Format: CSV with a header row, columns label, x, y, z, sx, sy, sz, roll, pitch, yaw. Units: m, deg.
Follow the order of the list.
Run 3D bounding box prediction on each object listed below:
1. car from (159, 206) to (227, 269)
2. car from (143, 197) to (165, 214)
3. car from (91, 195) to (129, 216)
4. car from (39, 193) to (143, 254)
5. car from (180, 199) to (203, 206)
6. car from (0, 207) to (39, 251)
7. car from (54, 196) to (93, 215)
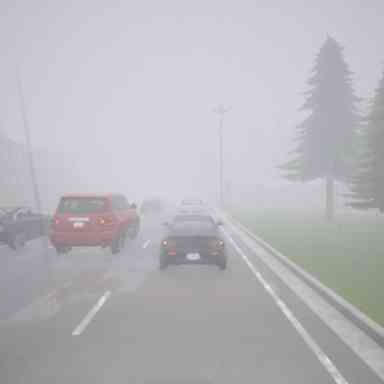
label,x,y,z,sx,sy,sz,roll,pitch,yaw
car,0.024,1.387,10.486,1.812,1.442,4.674,0,1,0
car,-3.491,1.135,29.925,1.812,1.442,4.674,0,1,0
car,-6.988,1.115,28.967,2.128,1.511,4.902,0,1,0
car,-3.480,1.054,12.849,2.150,2.045,5.566,0,1,0
car,0.000,1.242,27.402,1.895,1.301,4.718,0,1,0
car,-6.984,1.321,13.132,2.128,1.511,4.902,0,1,0
car,-10.491,1.139,29.919,1.812,1.442,4.674,0,1,0
